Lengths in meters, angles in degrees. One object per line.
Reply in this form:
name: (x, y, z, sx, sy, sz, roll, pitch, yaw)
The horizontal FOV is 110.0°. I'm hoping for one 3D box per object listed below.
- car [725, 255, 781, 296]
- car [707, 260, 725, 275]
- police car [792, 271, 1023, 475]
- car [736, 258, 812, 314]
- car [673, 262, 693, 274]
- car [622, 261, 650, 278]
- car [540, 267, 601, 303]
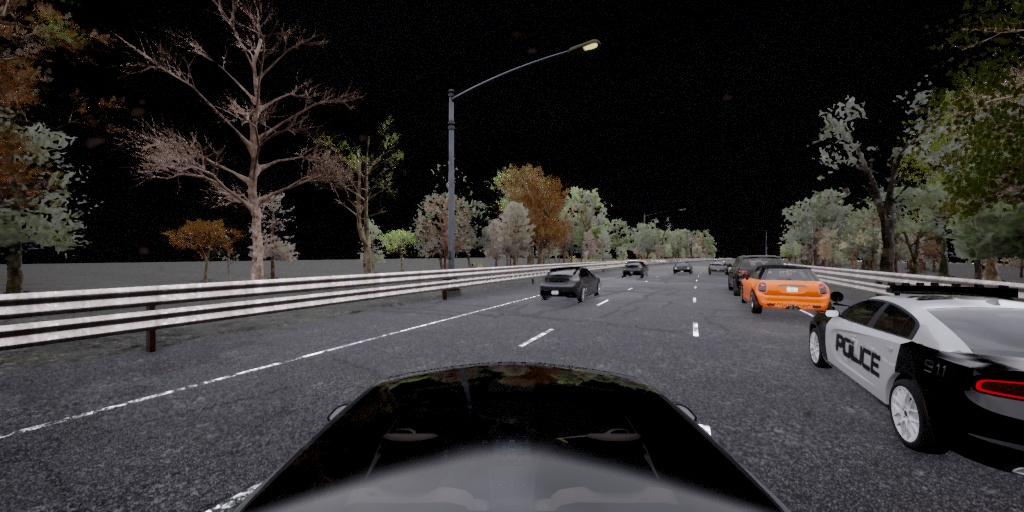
car: (12.711, 0.978, 18.753, 2.150, 2.045, 5.566, 0, 0, 27)
car: (22.585, 1.260, 39.278, 2.128, 1.511, 4.902, 0, 0, 30)
police car: (5.624, 1.175, 4.721, 1.930, 1.638, 5.238, 0, 0, 26)
car: (9.979, 1.102, 13.428, 2.097, 1.767, 4.553, 0, 0, 27)
car: (19.469, 1.369, 40.744, 1.895, 1.301, 4.718, 0, 0, 29)
car: (11.716, 1.264, 33.837, 1.837, 1.490, 4.892, 0, 0, 28)
car: (2.872, 1.255, 16.945, 1.837, 1.490, 4.892, 0, 0, 27)
